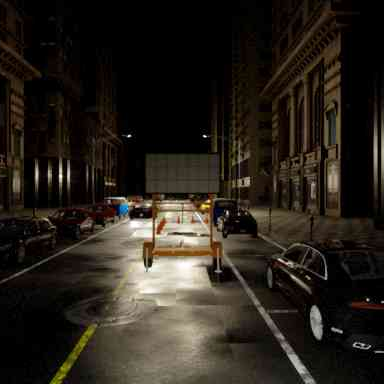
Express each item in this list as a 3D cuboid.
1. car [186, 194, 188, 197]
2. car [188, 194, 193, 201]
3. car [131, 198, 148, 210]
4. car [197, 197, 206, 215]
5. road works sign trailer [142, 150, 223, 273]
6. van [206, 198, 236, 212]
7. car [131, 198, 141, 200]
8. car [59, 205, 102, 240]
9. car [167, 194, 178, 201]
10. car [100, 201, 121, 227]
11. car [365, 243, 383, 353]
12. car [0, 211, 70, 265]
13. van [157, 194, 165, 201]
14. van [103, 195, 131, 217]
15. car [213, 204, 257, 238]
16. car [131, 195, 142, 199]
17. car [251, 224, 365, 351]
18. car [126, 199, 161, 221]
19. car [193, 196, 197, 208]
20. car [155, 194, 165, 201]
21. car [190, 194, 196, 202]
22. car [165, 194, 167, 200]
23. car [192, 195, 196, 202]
[{"bbox_3d":[0.151,1.371,90.396,2.192,1.841,5.009,0,0,-2],"label":"car"},{"bbox_3d":[0.802,1.599,67.931,1.947,1.339,4.313,0,0,-2],"label":"car"},{"bbox_3d":[-7.062,1.541,45.035,1.752,1.417,4.829,0,0,-2],"label":"car"},{"bbox_3d":[1.775,1.537,34.402,1.752,1.417,4.829,0,0,-2],"label":"car"},{"bbox_3d":[-0.301,0.466,10.673,2.380,3.560,2.880,0,0,-2],"label":"road works sign trailer"},{"bbox_3d":[2.106,1.347,22.999,1.690,1.788,3.998,0,0,-2],"label":"van"},{"bbox_3d":[-6.741,1.562,33.973,2.008,1.369,4.403,0,0,-2],"label":"car"},{"bbox_3d":[-6.253,1.549,17.125,1.887,1.381,4.507,0,0,-2],"label":"car"},{"bbox_3d":[-5.619,1.540,90.552,1.882,1.535,5.008,0,0,-2],"label":"car"},{"bbox_3d":[-6.416,1.551,22.741,1.887,1.381,4.507,0,0,-2],"label":"car"},{"bbox_3d":[2.757,1.315,0.534,2.192,1.841,5.009,0,0,-2],"label":"car"},{"bbox_3d":[-6.090,1.553,11.515,2.008,1.369,4.403,0,0,-2],"label":"car"},{"bbox_3d":[-8.370,1.397,90.133,1.690,1.788,3.998,0,0,-2],"label":"van"},{"bbox_3d":[-6.578,1.350,28.357,1.690,1.788,3.998,0,0,-2],"label":"van"},{"bbox_3d":[2.268,1.555,17.383,2.008,1.369,4.403,0,0,-2],"label":"car"},{"bbox_3d":[-6.904,1.329,39.589,2.192,1.841,5.009,0,0,-2],"label":"car"},{"bbox_3d":[2.594,1.552,6.150,2.008,1.369,4.403,0,0,-2],"label":"car"},{"bbox_3d":[-3.881,1.572,27.200,1.994,1.385,4.181,0,0,-2],"label":"car"},{"bbox_3d":[1.454,1.598,45.465,1.802,1.307,4.206,0,0,-2],"label":"car"},{"bbox_3d":[-8.045,1.627,78.901,1.802,1.307,4.206,0,0,-2],"label":"car"},{"bbox_3d":[1.123,1.548,56.868,1.752,1.417,4.829,0,0,-2],"label":"car"},{"bbox_3d":[-8.208,1.616,84.517,1.947,1.339,4.313,0,0,-2],"label":"car"},{"bbox_3d":[1.291,1.601,51.081,1.802,1.307,4.206,0,0,-2],"label":"car"}]
